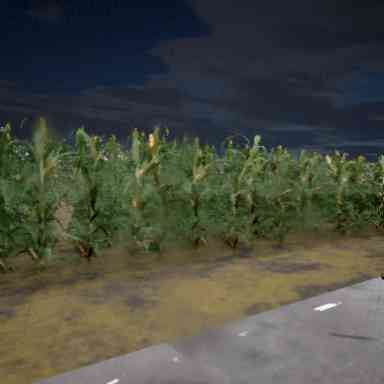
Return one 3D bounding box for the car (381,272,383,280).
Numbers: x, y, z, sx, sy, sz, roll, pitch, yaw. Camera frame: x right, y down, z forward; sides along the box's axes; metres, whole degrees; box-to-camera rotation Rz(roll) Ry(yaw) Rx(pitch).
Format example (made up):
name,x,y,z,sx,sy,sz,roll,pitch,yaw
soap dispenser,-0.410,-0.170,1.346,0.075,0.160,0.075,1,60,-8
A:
name,x,y,z,sx,sy,sz,roll,pitch,yaw
car,6.282,1.606,7.551,4.718,1.301,1.895,0,0,-35
